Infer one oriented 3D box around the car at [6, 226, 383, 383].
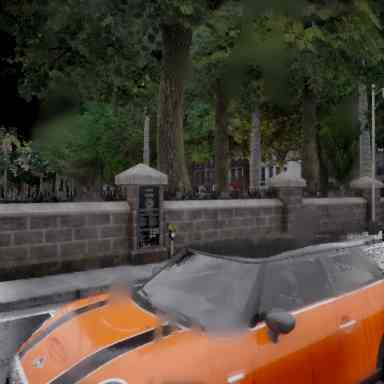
[{"bbox_3d":[0.499,1.352,3.734,4.553,1.767,2.097,0,0,-36],"label":"car"}]
